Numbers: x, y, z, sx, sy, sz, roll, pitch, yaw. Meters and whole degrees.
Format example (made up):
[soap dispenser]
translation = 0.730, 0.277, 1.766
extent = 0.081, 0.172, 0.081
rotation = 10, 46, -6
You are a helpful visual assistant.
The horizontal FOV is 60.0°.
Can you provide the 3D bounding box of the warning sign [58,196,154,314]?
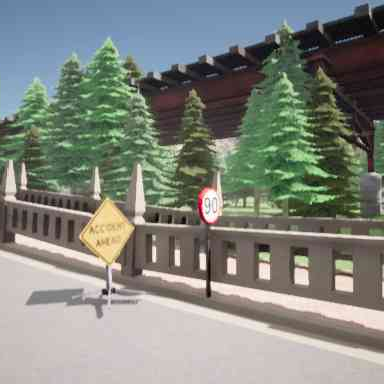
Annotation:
[warning sign]
translation = -1.578, 1.040, 6.246
extent = 1.060, 1.860, 1.300
rotation = -1, 1, 35
